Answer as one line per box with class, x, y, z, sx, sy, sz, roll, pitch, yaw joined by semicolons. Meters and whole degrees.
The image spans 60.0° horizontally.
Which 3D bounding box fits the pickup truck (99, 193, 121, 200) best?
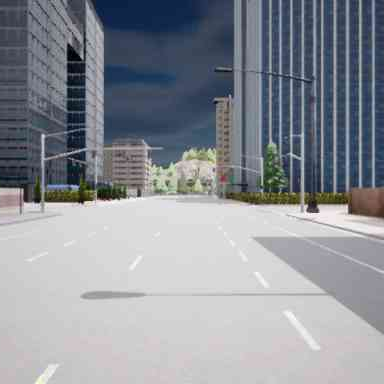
pickup truck;-21.287;1.032;86.835;2.390;2.098;6.274;0;0;30
